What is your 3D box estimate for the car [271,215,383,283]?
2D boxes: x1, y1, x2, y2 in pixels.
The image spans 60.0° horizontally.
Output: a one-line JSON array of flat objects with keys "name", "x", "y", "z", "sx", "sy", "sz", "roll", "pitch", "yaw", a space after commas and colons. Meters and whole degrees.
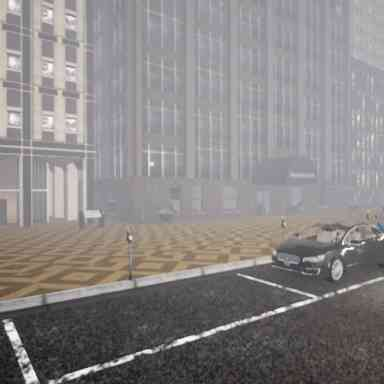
[{"name": "car", "x": 4.135, "y": 1.532, "z": 9.498, "sx": 4.403, "sy": 1.369, "sz": 2.008, "roll": 0, "pitch": 0, "yaw": -35}]

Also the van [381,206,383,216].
[{"name": "van", "x": 8.635, "y": 1.311, "z": 12.698, "sx": 3.998, "sy": 1.788, "sz": 1.690, "roll": 0, "pitch": 0, "yaw": -35}]
